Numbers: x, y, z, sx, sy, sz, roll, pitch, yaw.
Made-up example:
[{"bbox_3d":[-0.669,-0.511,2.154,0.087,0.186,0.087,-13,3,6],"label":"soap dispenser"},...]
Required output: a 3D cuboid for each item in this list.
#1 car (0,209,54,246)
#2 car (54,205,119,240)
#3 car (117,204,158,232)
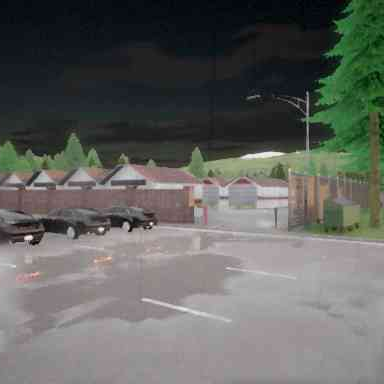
[{"bbox_3d":[-8.268,1.514,14.194,4.892,1.490,1.837,0,0,35],"label":"car"},{"bbox_3d":[-6.256,1.514,17.058,4.892,1.490,1.837,0,0,35],"label":"car"},{"bbox_3d":[-4.243,1.514,19.921,4.892,1.490,1.837,0,0,35],"label":"car"}]
